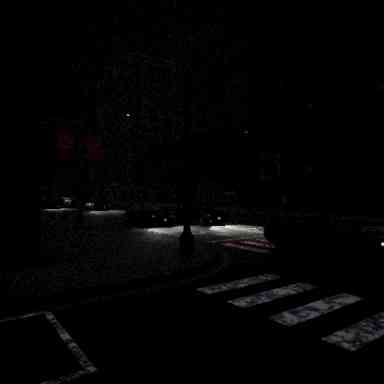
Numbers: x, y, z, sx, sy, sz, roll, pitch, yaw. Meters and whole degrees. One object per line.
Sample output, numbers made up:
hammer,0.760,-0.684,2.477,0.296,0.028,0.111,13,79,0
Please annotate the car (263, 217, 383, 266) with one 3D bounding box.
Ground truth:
car,4.901,1.595,11.848,1.895,1.301,4.718,0,0,-36

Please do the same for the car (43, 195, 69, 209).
car,-18.529,1.480,44.490,2.033,1.411,5.357,0,0,-35

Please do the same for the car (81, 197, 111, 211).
car,-11.405,1.445,40.084,1.837,1.490,4.892,0,0,-36

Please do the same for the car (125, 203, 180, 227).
car,-3.051,1.499,22.927,1.812,1.442,4.674,0,0,-36

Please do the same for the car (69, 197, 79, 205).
car,-19.053,1.510,56.598,1.895,1.301,4.718,0,0,-36

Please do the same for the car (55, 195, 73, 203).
car,-25.126,1.380,65.027,2.128,1.511,4.902,0,0,-36

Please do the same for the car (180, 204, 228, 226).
car,0.617,1.535,23.359,1.994,1.385,4.181,0,0,-36
